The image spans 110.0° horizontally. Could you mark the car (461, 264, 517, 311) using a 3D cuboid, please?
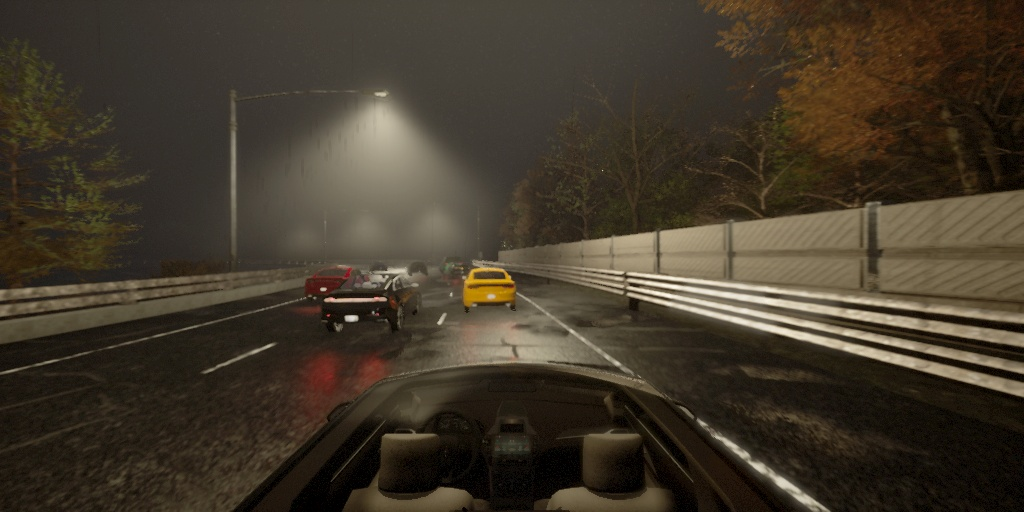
[{"bbox_3d":[-0.992,1.234,14.538,1.882,1.535,5.008,0,0,-7],"label":"car"}]

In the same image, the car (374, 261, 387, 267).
[{"bbox_3d":[-17.497,1.364,47.003,1.812,1.442,4.674,0,0,-27],"label":"car"}]

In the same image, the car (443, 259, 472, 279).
[{"bbox_3d":[-5.006,1.269,33.839,2.128,1.511,4.902,0,0,-15],"label":"car"}]

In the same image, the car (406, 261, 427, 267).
[{"bbox_3d":[-10.269,1.308,38.807,1.837,1.490,4.892,0,0,-20],"label":"car"}]

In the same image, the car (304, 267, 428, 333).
[{"bbox_3d":[-3.998,1.261,10.857,2.128,1.511,4.902,0,0,-5],"label":"car"}]

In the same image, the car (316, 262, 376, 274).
[{"bbox_3d":[-8.392,1.269,17.699,1.882,1.535,5.008,0,0,-9],"label":"car"}]

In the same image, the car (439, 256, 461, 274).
[{"bbox_3d":[-6.777,1.009,40.264,2.150,2.045,5.566,0,0,-15],"label":"car"}]
